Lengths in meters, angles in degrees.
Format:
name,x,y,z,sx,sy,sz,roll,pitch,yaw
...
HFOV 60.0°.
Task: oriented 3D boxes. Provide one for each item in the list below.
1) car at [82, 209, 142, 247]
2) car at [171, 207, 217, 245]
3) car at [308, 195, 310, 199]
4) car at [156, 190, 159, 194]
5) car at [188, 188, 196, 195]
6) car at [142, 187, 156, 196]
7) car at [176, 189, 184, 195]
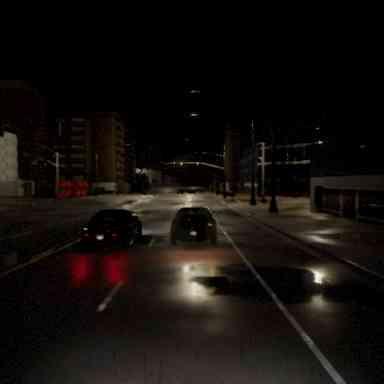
name,x,y,z,sx,sy,sz,roll,pitch,yaw
car,-3.426,1.487,14.735,1.812,1.442,4.674,0,1,0
car,0.077,1.433,15.367,1.882,1.535,5.008,0,1,0
car,20.627,0.605,51.776,5.008,1.535,1.882,0,2,1
car,-10.500,0.013,94.872,1.895,1.301,4.718,0,1,0
car,0.000,-0.183,94.491,2.097,1.767,4.553,0,1,0
car,-10.500,-0.119,79.496,2.150,2.045,5.566,0,1,0
car,-3.501,-0.015,94.523,1.812,1.442,4.674,0,1,0
